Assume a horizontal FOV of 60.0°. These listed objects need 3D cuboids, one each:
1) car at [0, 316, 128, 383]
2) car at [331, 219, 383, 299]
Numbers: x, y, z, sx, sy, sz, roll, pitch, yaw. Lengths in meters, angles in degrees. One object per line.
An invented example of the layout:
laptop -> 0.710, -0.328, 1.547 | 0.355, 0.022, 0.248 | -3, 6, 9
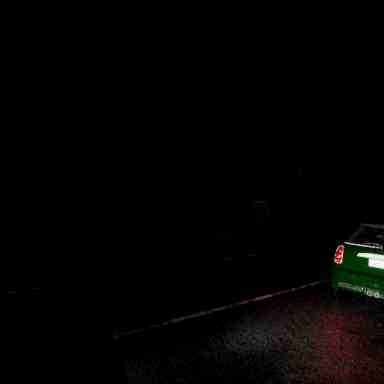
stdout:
car -> -2.740, 1.492, 1.795 | 4.902, 1.511, 2.128 | 0, 0, -36
car -> 5.177, 1.352, 7.425 | 4.553, 1.767, 2.097 | 0, 0, -35
